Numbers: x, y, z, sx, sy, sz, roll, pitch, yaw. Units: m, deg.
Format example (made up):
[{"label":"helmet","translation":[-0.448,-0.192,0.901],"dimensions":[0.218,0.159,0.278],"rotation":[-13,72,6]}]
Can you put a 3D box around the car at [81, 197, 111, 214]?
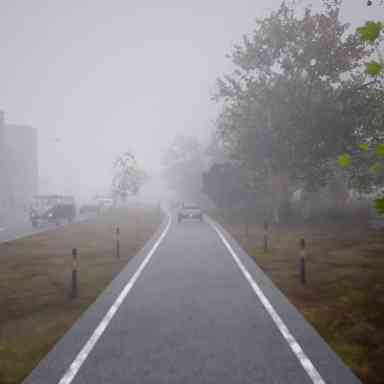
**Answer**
[{"label":"car","translation":[-9.873,1.446,33.503],"dimensions":[2.002,1.452,4.674],"rotation":[1,-1,-5]}]

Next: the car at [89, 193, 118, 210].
[{"label":"car","translation":[-10.398,1.146,39.040],"dimensions":[2.435,2.045,5.566],"rotation":[1,-1,-9]}]

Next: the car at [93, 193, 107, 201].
[{"label":"car","translation":[-24.110,1.410,87.217],"dimensions":[2.435,2.045,5.566],"rotation":[2,-2,-25]}]

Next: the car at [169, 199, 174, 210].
[{"label":"car","translation":[-1.898,1.527,42.955],"dimensions":[1.895,1.301,4.718],"rotation":[0,0,-8]}]

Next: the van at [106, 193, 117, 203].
[{"label":"van","translation":[-16.037,1.207,66.286],"dimensions":[1.878,1.987,4.442],"rotation":[1,-1,-16]}]

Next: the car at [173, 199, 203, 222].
[{"label":"car","translation":[-0.209,1.467,25.824],"dimensions":[2.128,1.511,4.902],"rotation":[0,0,-3]}]

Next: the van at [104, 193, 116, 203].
[{"label":"van","translation":[-17.750,1.246,71.612],"dimensions":[1.878,1.987,4.442],"rotation":[2,-2,-21]}]

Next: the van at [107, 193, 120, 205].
[{"label":"van","translation":[-13.160,1.163,55.493],"dimensions":[1.878,1.987,4.442],"rotation":[1,-1,-15]}]

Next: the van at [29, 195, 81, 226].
[{"label":"van","translation":[-9.258,1.190,22.266],"dimensions":[1.878,1.987,4.442],"rotation":[0,-1,-2]}]
